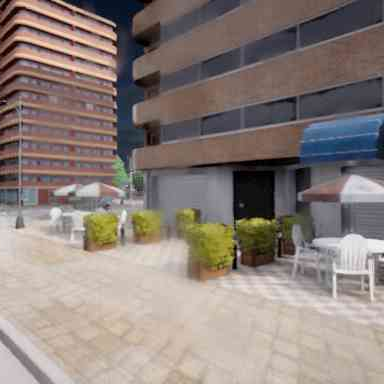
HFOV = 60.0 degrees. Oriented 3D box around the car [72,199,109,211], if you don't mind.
[{"bbox_3d":[-12.141,1.537,39.922,4.181,1.385,1.994,0,0,-44],"label":"car"}]
